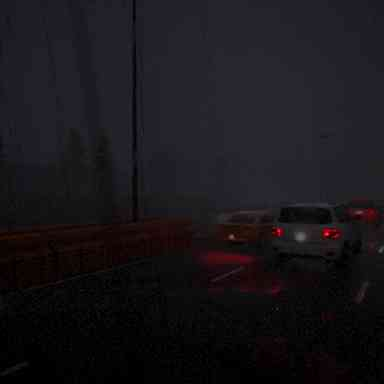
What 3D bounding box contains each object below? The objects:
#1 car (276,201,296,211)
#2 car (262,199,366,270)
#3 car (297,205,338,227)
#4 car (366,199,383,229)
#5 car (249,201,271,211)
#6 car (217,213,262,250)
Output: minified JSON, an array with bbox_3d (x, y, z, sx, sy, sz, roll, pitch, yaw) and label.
[{"bbox_3d":[15.885,2.312,56.054,2.128,1.511,4.902,-1,-1,30],"label":"car"},{"bbox_3d":[4.690,1.396,12.071,2.150,2.045,5.566,-1,-1,33],"label":"car"},{"bbox_3d":[10.477,1.880,27.499,2.128,1.511,4.902,-1,-1,33],"label":"car"},{"bbox_3d":[12.775,1.549,24.633,2.150,2.045,5.566,-1,-1,33],"label":"car"},{"bbox_3d":[11.397,2.330,55.334,2.128,1.511,4.902,-1,-1,31],"label":"car"},{"bbox_3d":[3.010,1.724,15.879,1.882,1.535,5.008,-1,-1,33],"label":"car"}]
